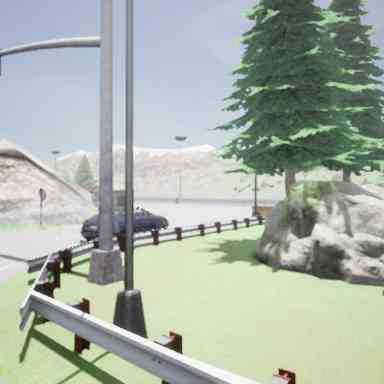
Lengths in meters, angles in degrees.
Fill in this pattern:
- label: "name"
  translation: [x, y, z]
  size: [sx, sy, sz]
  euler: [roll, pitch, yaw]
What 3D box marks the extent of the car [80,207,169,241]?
- label: "car"
  translation: [-2.780, 1.334, 14.542]
  size: [1.994, 1.385, 4.181]
  euler: [0, 0, 30]
